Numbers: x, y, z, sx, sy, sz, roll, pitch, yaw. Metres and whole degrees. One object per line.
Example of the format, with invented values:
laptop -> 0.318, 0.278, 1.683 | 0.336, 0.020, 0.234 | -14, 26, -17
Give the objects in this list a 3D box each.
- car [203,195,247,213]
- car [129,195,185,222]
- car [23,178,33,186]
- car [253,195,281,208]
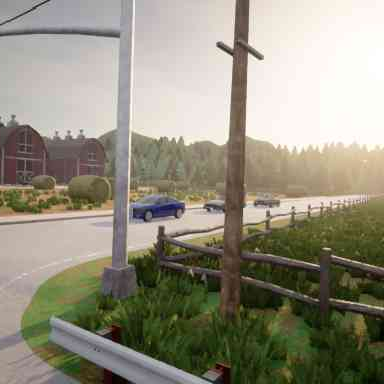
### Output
car -> 3.063, 0.997, 29.461 | 2.033, 1.411, 5.357 | 3, 2, 33
car -> -2.379, 0.943, 21.201 | 1.882, 1.535, 5.008 | 3, 2, 33
car -> -38.908, -2.329, 79.373 | 1.905, 1.878, 3.866 | 8, 2, -13
car -> 8.582, 0.997, 37.814 | 1.994, 1.385, 4.181 | 3, 2, 33
